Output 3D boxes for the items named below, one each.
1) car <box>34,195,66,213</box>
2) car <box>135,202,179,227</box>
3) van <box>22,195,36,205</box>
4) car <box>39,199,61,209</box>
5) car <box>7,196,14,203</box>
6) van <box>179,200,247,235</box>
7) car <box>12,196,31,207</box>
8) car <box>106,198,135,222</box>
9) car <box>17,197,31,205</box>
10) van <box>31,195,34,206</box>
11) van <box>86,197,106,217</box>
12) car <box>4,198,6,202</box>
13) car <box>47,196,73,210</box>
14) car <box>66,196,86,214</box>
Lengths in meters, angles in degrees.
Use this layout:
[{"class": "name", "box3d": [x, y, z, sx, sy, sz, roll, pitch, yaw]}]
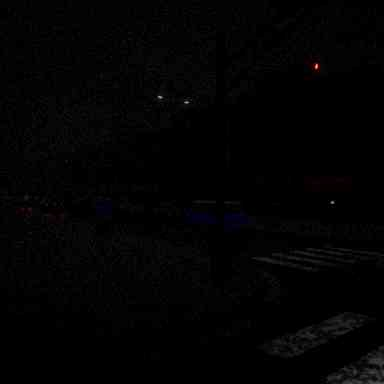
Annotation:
[{"class": "car", "box3d": [-16.698, 1.465, 39.059, 2.097, 1.767, 4.553, 0, 0, -36]}, {"class": "car", "box3d": [-1.969, 1.488, 23.038, 1.967, 1.590, 4.097, 0, 0, -36]}, {"class": "van", "box3d": [-30.867, 1.546, 62.954, 1.690, 1.788, 3.998, 0, 0, -36]}, {"class": "car", "box3d": [-21.234, 1.702, 49.648, 2.008, 1.369, 4.403, 0, 0, -36]}, {"class": "car", "box3d": [-40.500, 1.698, 76.259, 1.967, 1.590, 4.097, 0, 0, -36]}, {"class": "van", "box3d": [1.242, 1.374, 18.603, 1.690, 1.788, 3.998, 0, 0, -36]}, {"class": "car", "box3d": [-27.108, 1.771, 53.430, 1.895, 1.301, 4.718, 0, 0, -36]}, {"class": "car", "box3d": [-5.180, 1.504, 27.473, 1.967, 1.590, 4.097, 0, 0, -36]}, {"class": "car", "box3d": [-34.177, 1.749, 67.526, 1.752, 1.417, 4.829, 0, 0, -36]}, {"class": "van", "box3d": [-24.445, 1.510, 54.083, 1.690, 1.788, 3.998, 0, 0, -36]}, {"class": "van", "box3d": [-8.391, 1.422, 31.908, 1.690, 1.788, 3.998, 0, 0, -36]}, {"class": "car", "box3d": [-43.810, 1.801, 80.832, 1.752, 1.417, 4.829, 0, 0, -36]}, {"class": "car", "box3d": [-18.024, 1.449, 45.213, 2.192, 1.841, 5.009, 0, 0, -36]}, {"class": "car", "box3d": [-11.602, 1.413, 36.340, 2.192, 1.841, 5.009, 0, 0, -36]}]
